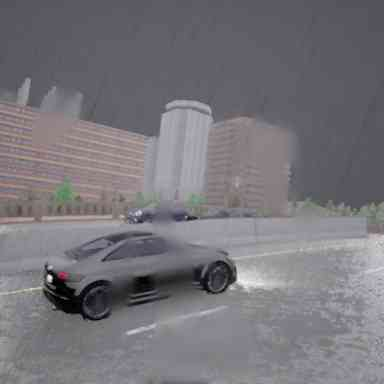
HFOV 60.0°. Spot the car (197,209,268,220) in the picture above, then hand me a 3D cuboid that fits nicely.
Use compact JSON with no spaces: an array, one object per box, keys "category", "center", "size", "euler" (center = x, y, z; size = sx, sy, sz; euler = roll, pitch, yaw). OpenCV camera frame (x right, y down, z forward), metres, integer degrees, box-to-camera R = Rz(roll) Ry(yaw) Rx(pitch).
[{"category":"car","center":[2.876,1.772,18.827],"size":[4.718,1.301,1.895],"euler":[3,-2,-35]}]

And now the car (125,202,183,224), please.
[{"category":"car","center":[-2.437,1.470,23.654],"size":[4.553,1.767,2.097],"euler":[2,-1,-35]}]

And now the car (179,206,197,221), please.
[{"category":"car","center":[1.782,1.816,22.327],"size":[4.718,1.301,1.895],"euler":[3,-2,-35]}]

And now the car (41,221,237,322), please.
[{"category":"car","center":[-1.009,1.566,7.323],"size":[4.181,1.385,1.994],"euler":[0,0,-35]}]
